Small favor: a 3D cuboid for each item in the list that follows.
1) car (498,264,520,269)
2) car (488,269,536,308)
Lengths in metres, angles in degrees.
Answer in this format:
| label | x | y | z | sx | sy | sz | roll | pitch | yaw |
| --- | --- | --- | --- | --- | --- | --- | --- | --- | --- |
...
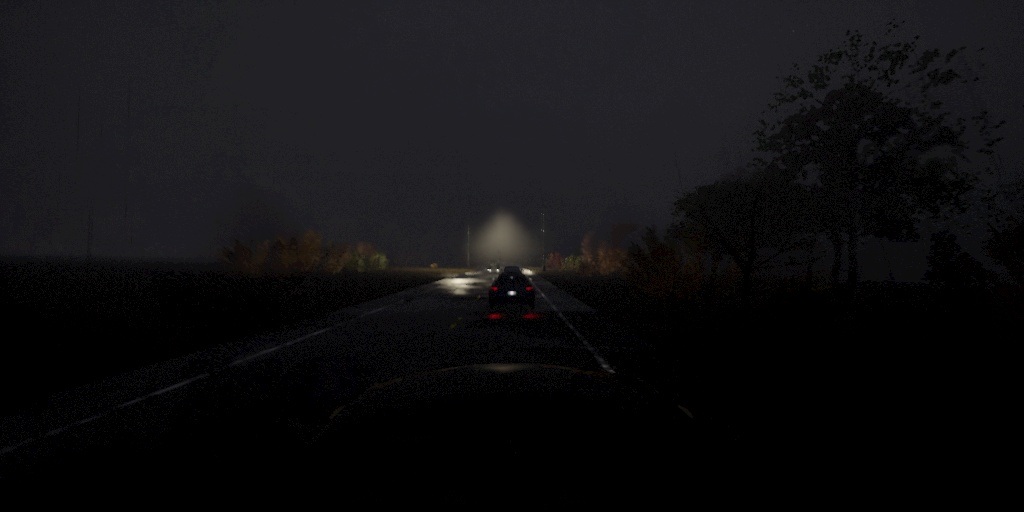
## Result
| label | x | y | z | sx | sy | sz | roll | pitch | yaw |
| --- | --- | --- | --- | --- | --- | --- | --- | --- | --- |
| car | -0.014 | 1.565 | 31.234 | 1.812 | 1.442 | 4.674 | 0 | 0 | 0 |
| car | -0.004 | 1.455 | 16.176 | 1.994 | 1.385 | 4.181 | 0 | -1 | 0 |
